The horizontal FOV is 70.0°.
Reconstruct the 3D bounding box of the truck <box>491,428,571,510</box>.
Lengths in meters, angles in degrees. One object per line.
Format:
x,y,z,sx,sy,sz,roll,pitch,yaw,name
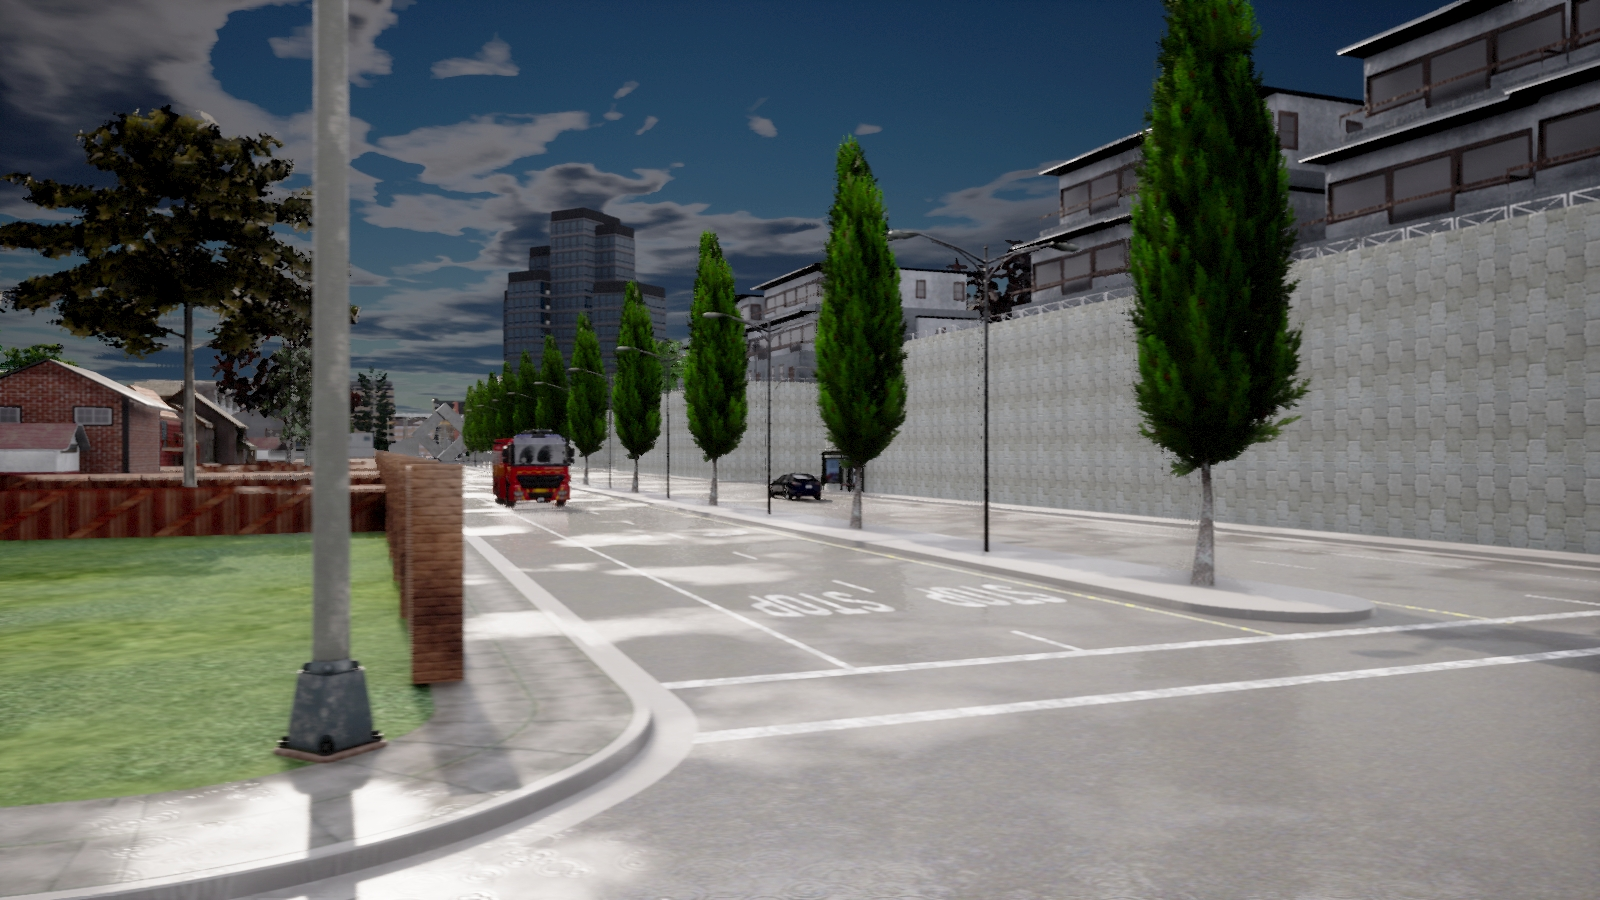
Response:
-13.759,0.889,58.015,2.891,3.827,8.468,0,0,-21,truck

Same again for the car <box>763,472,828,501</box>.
-0.318,2.059,64.927,2.163,1.488,4.792,0,0,-21,car
